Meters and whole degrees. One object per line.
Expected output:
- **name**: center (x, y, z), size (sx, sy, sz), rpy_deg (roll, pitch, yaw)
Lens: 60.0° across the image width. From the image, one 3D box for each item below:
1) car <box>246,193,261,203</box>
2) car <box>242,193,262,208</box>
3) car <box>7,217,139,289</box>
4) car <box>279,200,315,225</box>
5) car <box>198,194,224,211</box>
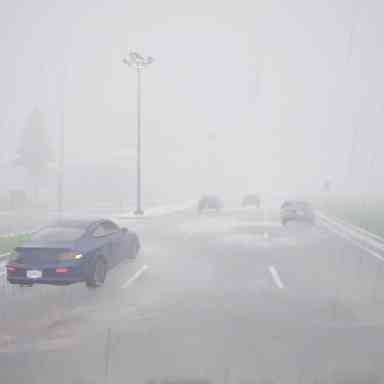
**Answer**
- **car**: center (8.813, 0.827, 47.296), size (1.994, 1.385, 4.181), rpy_deg (0, 1, 13)
- **car**: center (6.654, 0.923, 37.326), size (1.837, 1.490, 4.892), rpy_deg (0, 1, 13)
- **car**: center (-2.793, 1.388, 8.738), size (1.812, 1.442, 4.674), rpy_deg (0, 1, 6)
- **car**: center (6.601, 1.216, 21.161), size (2.033, 1.411, 5.357), rpy_deg (0, 1, 13)
- **car**: center (1.834, 1.007, 31.864), size (1.837, 1.490, 4.892), rpy_deg (0, 1, 13)
